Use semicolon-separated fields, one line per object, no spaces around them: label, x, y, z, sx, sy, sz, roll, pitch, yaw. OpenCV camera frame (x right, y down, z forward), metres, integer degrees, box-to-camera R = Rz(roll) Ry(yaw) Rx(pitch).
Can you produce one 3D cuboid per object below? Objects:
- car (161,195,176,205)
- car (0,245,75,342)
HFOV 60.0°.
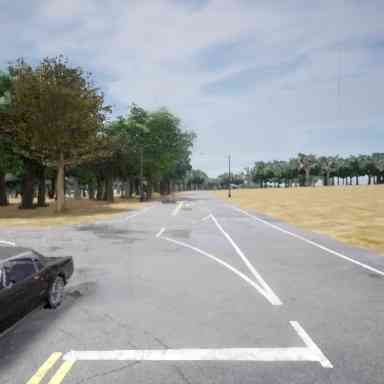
car;-3.483;1.193;50.096;1.994;1.385;4.181;0;1;0
car;-3.510;1.609;5.086;1.895;1.301;4.718;0;0;0
